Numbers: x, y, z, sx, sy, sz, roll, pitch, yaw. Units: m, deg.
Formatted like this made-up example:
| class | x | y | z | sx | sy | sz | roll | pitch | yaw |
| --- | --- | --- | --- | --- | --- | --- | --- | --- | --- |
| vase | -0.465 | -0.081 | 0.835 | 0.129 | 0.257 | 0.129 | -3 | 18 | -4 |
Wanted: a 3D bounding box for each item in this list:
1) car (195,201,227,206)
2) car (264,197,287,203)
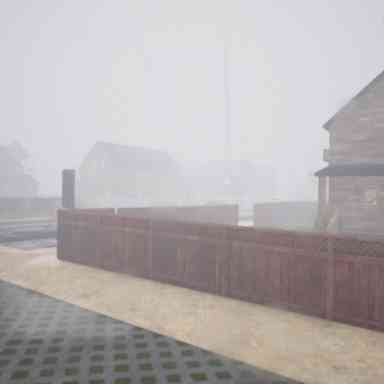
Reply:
| class | x | y | z | sx | sy | sz | roll | pitch | yaw |
| --- | --- | --- | --- | --- | --- | --- | --- | --- | --- |
| car | 2.217 | 1.587 | 34.461 | 1.895 | 1.301 | 4.718 | 1 | 0 | 36 |
| car | 12.133 | 1.500 | 48.203 | 1.882 | 1.535 | 5.008 | 1 | 0 | 35 |
